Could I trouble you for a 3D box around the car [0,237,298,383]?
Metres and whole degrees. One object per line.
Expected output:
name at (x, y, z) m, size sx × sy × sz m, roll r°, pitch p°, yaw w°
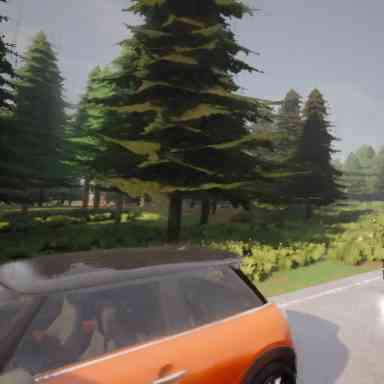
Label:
car at (-1.178, 1.372, 2.832) m, size 4.553 × 1.767 × 2.097 m, roll 1°, pitch -1°, yaw -36°
